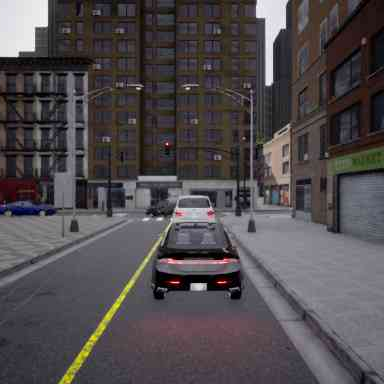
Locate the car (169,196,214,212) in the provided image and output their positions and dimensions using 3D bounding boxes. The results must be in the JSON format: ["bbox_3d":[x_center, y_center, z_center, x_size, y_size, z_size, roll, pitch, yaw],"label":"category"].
[{"bbox_3d":[0.100,1.215,18.861,2.150,2.045,5.566,0,0,0],"label":"car"}]

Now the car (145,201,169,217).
[{"bbox_3d":[-1.805,1.539,30.169,2.033,1.411,5.357,0,0,37],"label":"car"}]

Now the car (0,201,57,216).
[{"bbox_3d":[-15.472,1.577,31.624,5.008,1.535,1.882,0,0,-2],"label":"car"}]

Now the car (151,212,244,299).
[{"bbox_3d":[0.101,1.490,8.407,2.128,1.511,4.902,0,0,0],"label":"car"}]

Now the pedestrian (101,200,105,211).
[{"bbox_3d":[-10.156,1.497,37.932,0.375,1.300,0.375,0,0,-1],"label":"pedestrian"}]
